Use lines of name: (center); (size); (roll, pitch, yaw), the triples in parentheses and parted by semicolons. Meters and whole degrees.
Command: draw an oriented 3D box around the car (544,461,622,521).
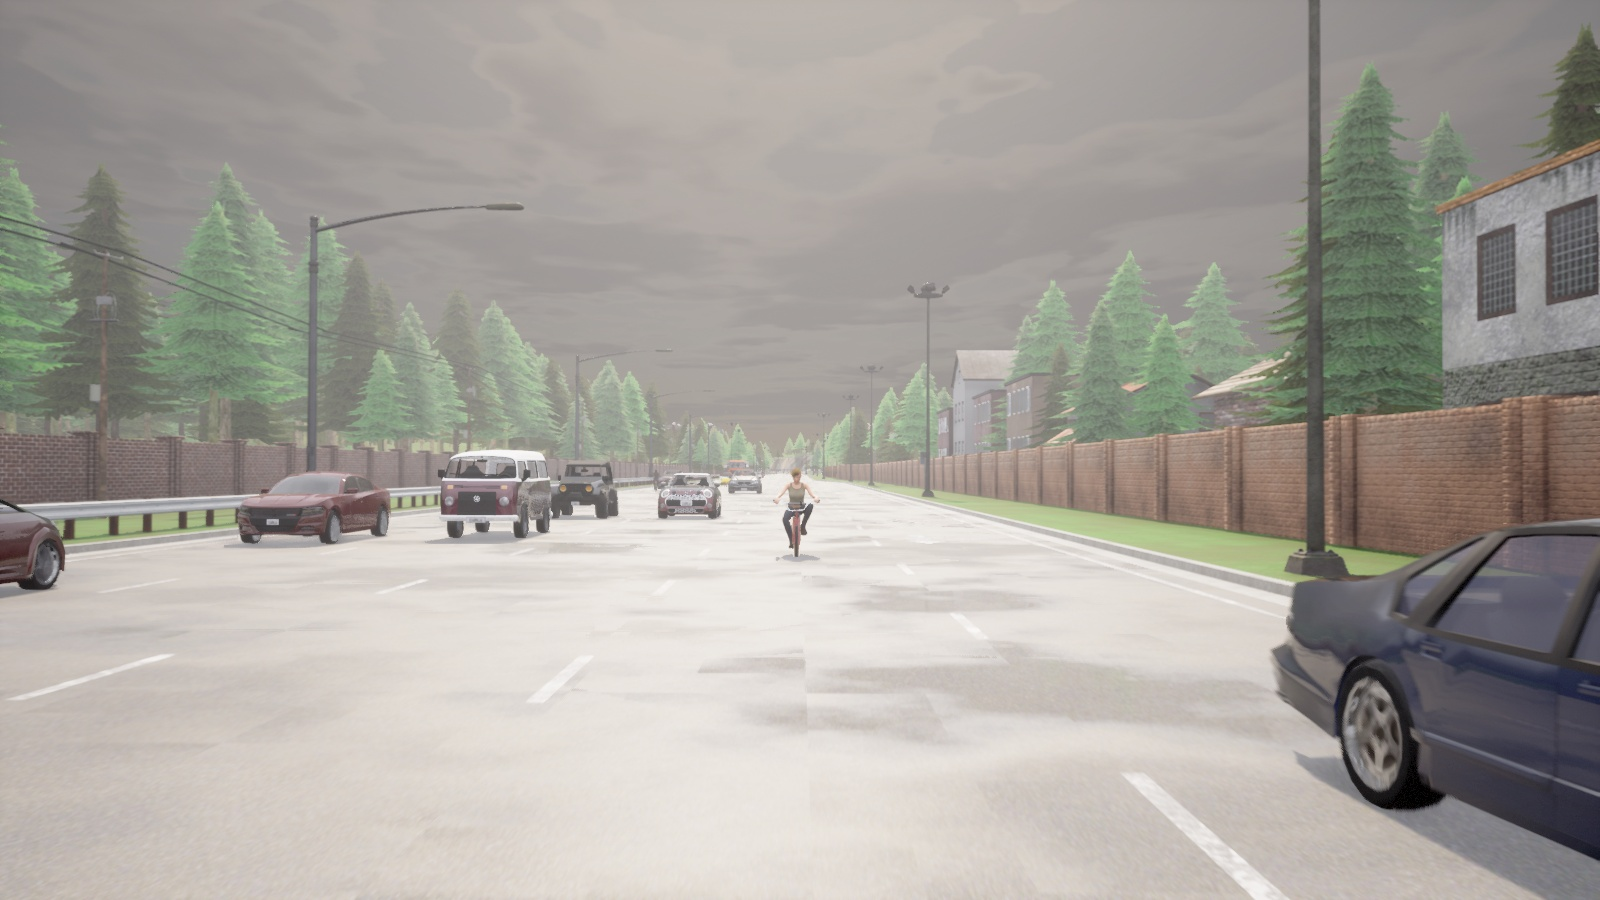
car: (-7.104, 1.334, 41.505); (1.905, 1.878, 3.866); (0, -1, 0)

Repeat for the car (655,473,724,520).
car: (-3.603, 1.491, 41.603); (1.970, 1.475, 3.806); (0, -1, 0)

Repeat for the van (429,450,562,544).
van: (-7.075, 1.063, 29.661); (2.069, 2.038, 4.480); (0, -1, 0)

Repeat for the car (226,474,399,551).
car: (-10.569, 1.298, 27.667); (1.882, 1.535, 5.008); (0, -1, 0)

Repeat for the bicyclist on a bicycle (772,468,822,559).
bicyclist on a bicycle: (-0.053, 1.135, 22.935); (0.866, 1.612, 1.509); (0, -1, 0)

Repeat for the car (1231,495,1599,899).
car: (3.697, 0.924, 4.559); (2.033, 1.411, 5.357); (0, -1, -5)

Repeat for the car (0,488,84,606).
car: (-10.536, 1.166, 14.635); (1.994, 1.385, 4.181); (0, -1, 0)

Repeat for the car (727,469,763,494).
car: (-3.713, 2.112, 85.931); (2.242, 1.667, 4.611); (0, -1, 0)
